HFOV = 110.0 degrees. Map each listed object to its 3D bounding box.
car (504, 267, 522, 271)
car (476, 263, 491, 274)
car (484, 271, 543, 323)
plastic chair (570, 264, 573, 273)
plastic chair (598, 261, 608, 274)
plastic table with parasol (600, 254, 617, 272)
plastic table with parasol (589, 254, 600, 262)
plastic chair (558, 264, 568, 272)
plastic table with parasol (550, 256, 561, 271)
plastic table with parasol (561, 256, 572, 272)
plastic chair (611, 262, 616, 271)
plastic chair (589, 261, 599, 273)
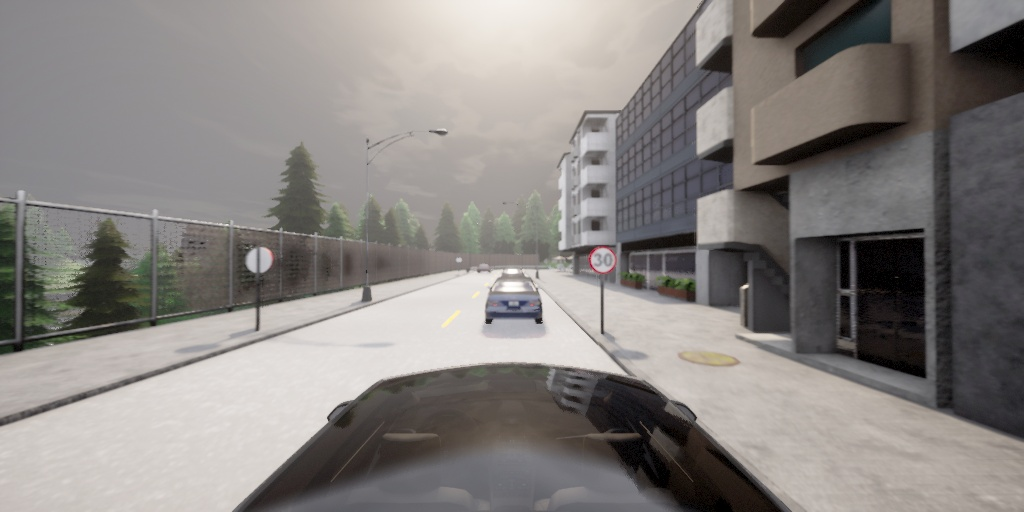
[{"bbox_3d":[0.070,1.578,27.662,2.033,1.411,5.357,0,-1,0],"label":"car"},{"bbox_3d":[-4.111,1.826,52.697,1.812,1.442,4.674,0,-1,0],"label":"car"},{"bbox_3d":[0.068,1.416,12.663,2.033,1.411,5.357,0,-1,0],"label":"car"},{"bbox_3d":[9.262,1.830,52.755,0.750,1.272,0.730,0,0,10],"label":"plastic chair"},{"bbox_3d":[13.991,1.853,54.937,0.730,1.272,0.750,0,0,10],"label":"plastic chair"},{"bbox_3d":[15.291,1.247,54.718,2.482,2.480,2.482,0,0,0],"label":"plastic table with parasol"},{"bbox_3d":[12.650,1.280,57.776,2.482,2.480,2.482,0,0,0],"label":"plastic table with parasol"},{"bbox_3d":[7.771,1.848,54.375,0.730,1.272,0.750,0,0,10],"label":"plastic chair"},{"bbox_3d":[7.790,1.288,58.495,2.482,2.480,2.482,0,0,0],"label":"plastic table with parasol"},{"bbox_3d":[9.251,1.242,54.185,2.482,2.480,2.482,0,0,0],"label":"plastic table with parasol"},{"bbox_3d":[15.482,1.836,53.318,0.750,1.272,0.730,0,0,10],"label":"plastic chair"},{"bbox_3d":[12.840,1.869,56.367,0.750,1.272,0.730,0,0,10],"label":"plastic chair"}]
